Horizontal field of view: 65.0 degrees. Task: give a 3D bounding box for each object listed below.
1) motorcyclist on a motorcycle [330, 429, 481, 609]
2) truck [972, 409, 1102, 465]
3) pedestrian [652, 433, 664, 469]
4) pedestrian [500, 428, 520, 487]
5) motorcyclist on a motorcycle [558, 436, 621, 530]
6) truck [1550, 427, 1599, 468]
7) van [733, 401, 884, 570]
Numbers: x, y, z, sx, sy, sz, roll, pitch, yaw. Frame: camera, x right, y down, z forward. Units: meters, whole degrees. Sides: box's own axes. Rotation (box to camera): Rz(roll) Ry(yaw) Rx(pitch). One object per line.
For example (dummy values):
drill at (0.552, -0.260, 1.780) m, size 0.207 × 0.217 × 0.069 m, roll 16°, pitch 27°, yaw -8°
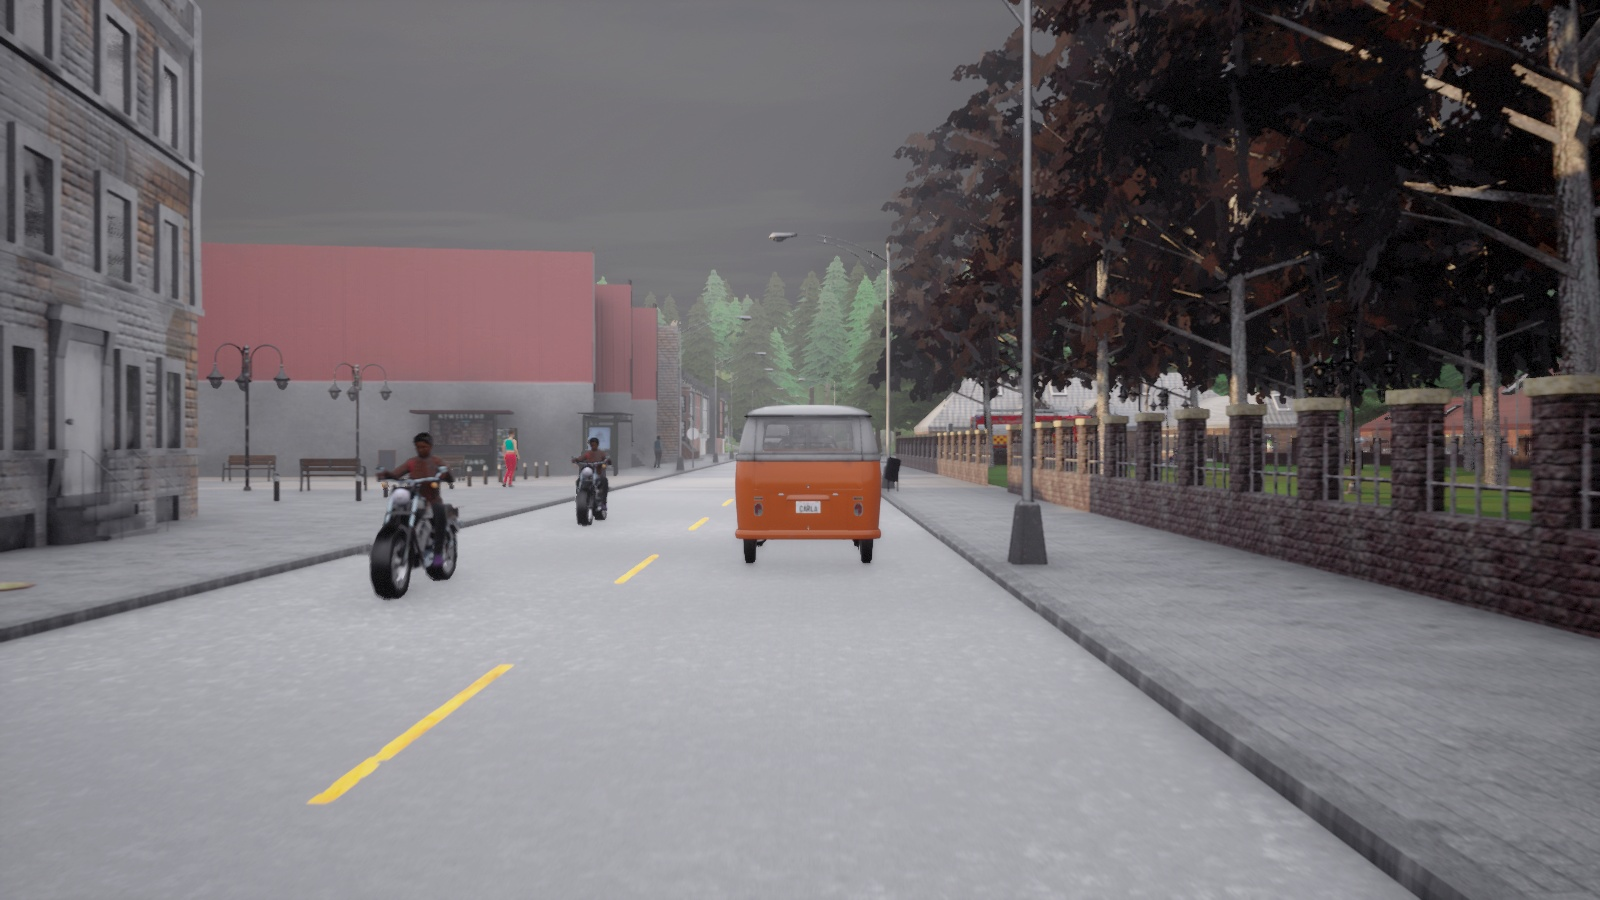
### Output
motorcyclist on a motorcycle at (-3.915, 0.622, 12.685) m, size 0.766 × 1.649 × 2.350 m, roll 0°, pitch 0°, yaw 0°
truck at (16.308, -0.894, 86.788) m, size 8.468 × 3.827 × 2.891 m, roll 0°, pitch 0°, yaw -1°
pedestrian at (-7.799, 0.061, 68.988) m, size 0.396 × 1.930 × 0.692 m, roll 0°, pitch 0°, yaw 14°
pedestrian at (-9.093, 0.227, 39.349) m, size 0.345 × 1.836 × 0.594 m, roll 0°, pitch 0°, yaw 22°
motorcyclist on a motorcycle at (-3.857, 0.563, 23.174) m, size 0.766 × 1.649 × 2.350 m, roll 0°, pitch 0°, yaw 0°
truck at (49.444, -0.139, 77.495) m, size 2.627 × 2.467 × 5.204 m, roll 0°, pitch 0°, yaw -10°
van at (0.109, 0.404, 16.992) m, size 1.775 × 1.987 × 4.442 m, roll 0°, pitch 0°, yaw 0°
